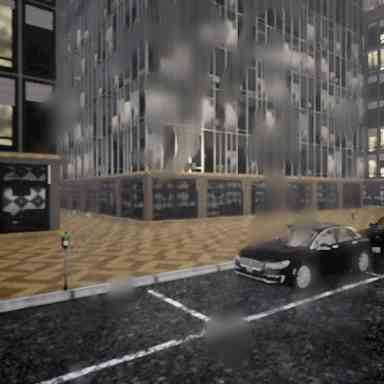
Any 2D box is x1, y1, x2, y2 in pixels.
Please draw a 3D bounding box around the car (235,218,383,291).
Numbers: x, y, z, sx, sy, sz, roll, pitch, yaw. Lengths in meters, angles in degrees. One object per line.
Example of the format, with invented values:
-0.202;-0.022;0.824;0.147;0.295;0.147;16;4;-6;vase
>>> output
3.078;1.501;8.762;4.403;1.369;2.008;0;1;-36;car
